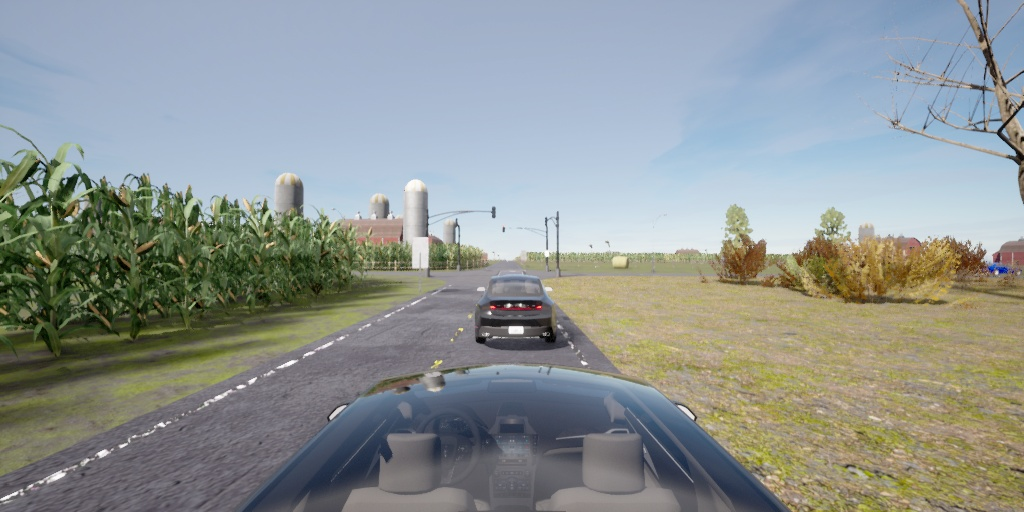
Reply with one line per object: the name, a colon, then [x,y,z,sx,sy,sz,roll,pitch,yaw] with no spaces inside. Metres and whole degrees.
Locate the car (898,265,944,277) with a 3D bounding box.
car: [48.561,1.762,42.548,4.181,1.385,1.994,1,-1,-5]

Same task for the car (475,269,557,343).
car: [0.080,1.258,9.686,1.837,1.490,4.892,0,0,0]

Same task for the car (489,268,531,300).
car: [0.033,1.358,18.838,1.895,1.301,4.718,0,0,4]
